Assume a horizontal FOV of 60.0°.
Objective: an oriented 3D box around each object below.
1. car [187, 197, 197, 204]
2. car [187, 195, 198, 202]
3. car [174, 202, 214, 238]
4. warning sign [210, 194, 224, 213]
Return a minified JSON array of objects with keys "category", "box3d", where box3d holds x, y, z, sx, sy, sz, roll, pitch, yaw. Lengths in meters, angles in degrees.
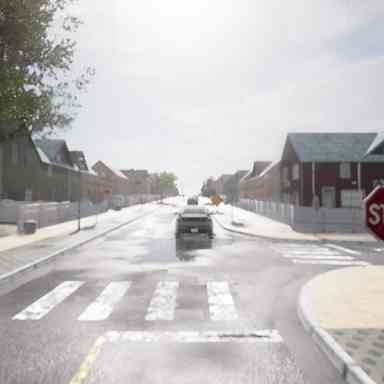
[{"category":"car","box3d":[0.068,1.675,66.715,1.895,1.301,4.718,0,0,0]},{"category":"car","box3d":[0.110,1.529,56.826,1.882,1.535,5.008,0,0,0]},{"category":"car","box3d":[0.113,1.510,17.734,1.837,1.490,4.892,0,0,0]},{"category":"warning sign","box3d":[2.525,1.131,33.503,1.300,1.860,1.060,-2,-2,0]}]
